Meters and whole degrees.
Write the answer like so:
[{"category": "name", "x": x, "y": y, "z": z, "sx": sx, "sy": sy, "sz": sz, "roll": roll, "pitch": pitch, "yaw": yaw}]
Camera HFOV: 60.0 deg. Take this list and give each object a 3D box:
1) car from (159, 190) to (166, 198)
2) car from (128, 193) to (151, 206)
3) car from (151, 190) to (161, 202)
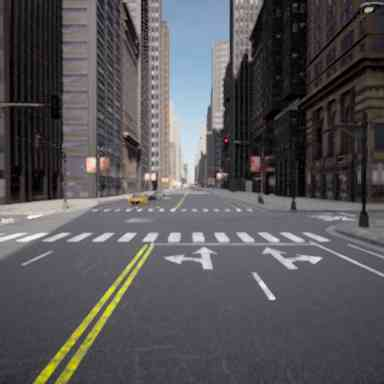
[{"category": "car", "x": -6.553, "y": 0.306, "z": 67.640, "sx": 2.097, "sy": 1.767, "sz": 4.553, "roll": 0, "pitch": 1, "yaw": 0}, {"category": "car", "x": -6.530, "y": 0.904, "z": 40.673, "sx": 1.882, "sy": 1.535, "sz": 5.008, "roll": 0, "pitch": 2, "yaw": 0}, {"category": "car", "x": -6.541, "y": 0.805, "z": 52.385, "sx": 1.895, "sy": 1.301, "sz": 4.718, "roll": 0, "pitch": 1, "yaw": 0}]
